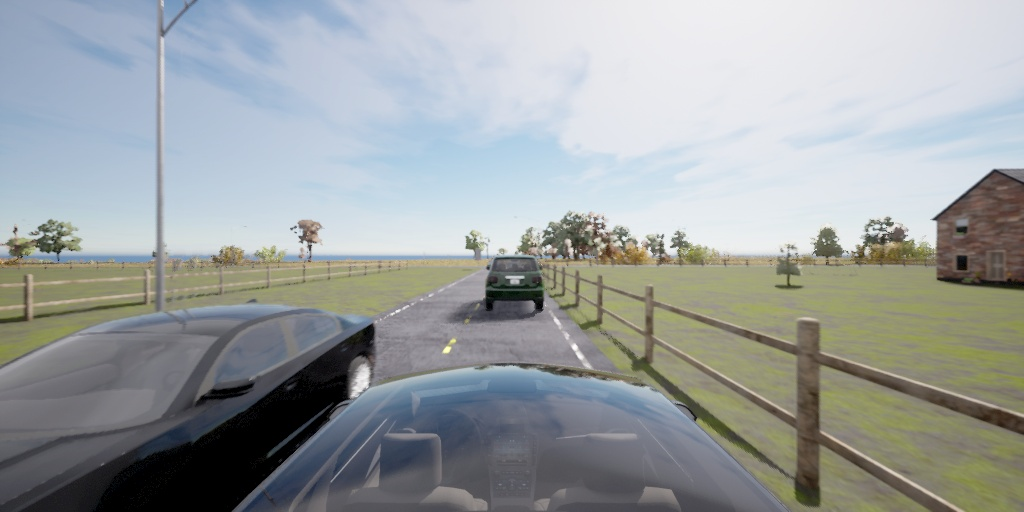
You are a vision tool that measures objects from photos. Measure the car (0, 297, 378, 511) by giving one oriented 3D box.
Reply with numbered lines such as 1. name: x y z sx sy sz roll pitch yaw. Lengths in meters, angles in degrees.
1. car: -2.850 1.228 3.119 1.882 1.535 5.008 0 0 0

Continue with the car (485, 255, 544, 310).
1. car: 0.097 0.970 14.898 2.150 2.045 5.566 0 0 0

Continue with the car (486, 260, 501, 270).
1. car: -2.783 1.284 55.142 2.033 1.411 5.357 0 0 0
